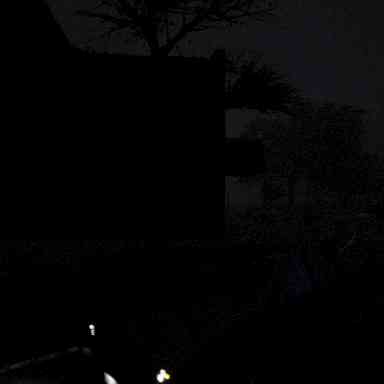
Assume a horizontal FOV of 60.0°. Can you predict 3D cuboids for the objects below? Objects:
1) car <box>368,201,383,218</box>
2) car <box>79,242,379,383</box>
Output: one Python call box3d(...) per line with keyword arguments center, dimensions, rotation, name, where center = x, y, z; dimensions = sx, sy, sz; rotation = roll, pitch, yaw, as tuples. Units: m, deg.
box3d(center=(18.055, 1.605, 31.186), dimensions=(2.128, 1.511, 4.902), rotation=(0, -1, 13), name="car")
box3d(center=(1.133, 1.559, 5.219), dimensions=(5.357, 1.411, 2.033), rotation=(0, 0, -42), name="car")
